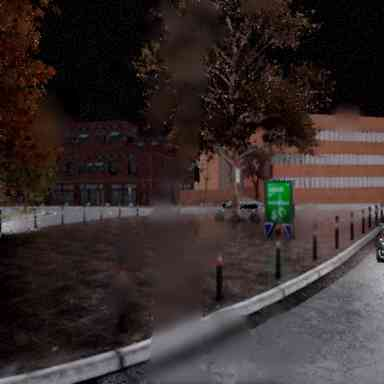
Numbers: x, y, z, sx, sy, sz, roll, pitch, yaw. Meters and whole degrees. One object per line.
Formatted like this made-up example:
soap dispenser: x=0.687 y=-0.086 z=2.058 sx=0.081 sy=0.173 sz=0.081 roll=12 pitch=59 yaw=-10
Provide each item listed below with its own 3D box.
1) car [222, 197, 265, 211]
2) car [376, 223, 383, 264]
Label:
car: x=5.570 y=1.312 z=35.394 sx=4.902 sy=1.511 sz=2.128 roll=-1 pitch=1 yaw=-15
car: x=7.154 y=1.343 z=10.403 sx=1.837 sy=1.490 sz=4.892 roll=0 pitch=0 yaw=38
